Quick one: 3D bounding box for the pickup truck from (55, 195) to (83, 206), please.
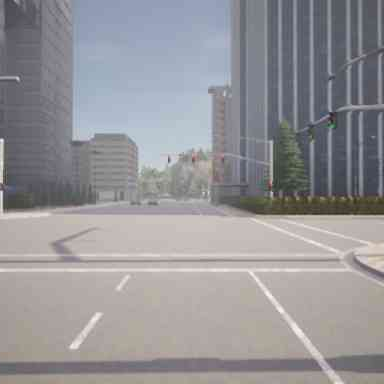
[{"bbox_3d":[-24.719,1.683,66.138,2.390,2.098,6.274,0,-1,30],"label":"pickup truck"}]

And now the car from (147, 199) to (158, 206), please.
[{"bbox_3d":[-8.139,2.125,69.096,1.882,1.535,5.008,0,-1,-1],"label":"car"}]

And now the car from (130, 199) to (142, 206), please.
[{"bbox_3d":[-11.639,2.199,69.044,1.994,1.385,4.181,0,-1,-1],"label":"car"}]
